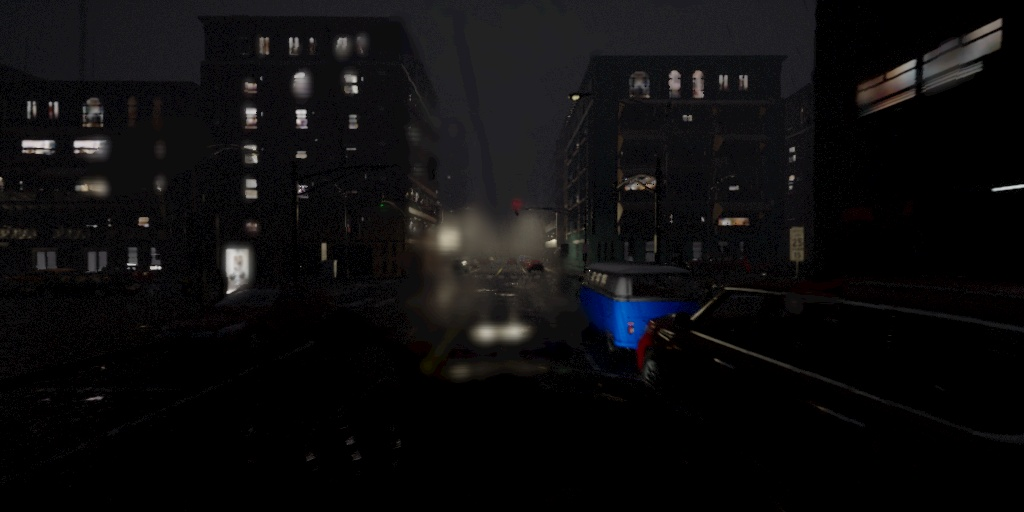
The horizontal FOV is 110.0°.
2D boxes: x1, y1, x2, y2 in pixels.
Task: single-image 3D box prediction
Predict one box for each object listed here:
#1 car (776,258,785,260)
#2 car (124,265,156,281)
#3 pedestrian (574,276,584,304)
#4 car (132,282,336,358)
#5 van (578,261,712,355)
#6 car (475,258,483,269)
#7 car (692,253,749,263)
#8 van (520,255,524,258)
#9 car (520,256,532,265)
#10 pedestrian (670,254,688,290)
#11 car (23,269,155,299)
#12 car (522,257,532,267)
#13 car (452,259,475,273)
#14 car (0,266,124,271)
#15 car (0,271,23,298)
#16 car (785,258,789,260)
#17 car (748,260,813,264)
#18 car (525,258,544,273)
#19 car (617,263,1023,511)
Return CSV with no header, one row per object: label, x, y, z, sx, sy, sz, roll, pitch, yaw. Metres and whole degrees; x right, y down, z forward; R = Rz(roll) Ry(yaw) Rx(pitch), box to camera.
car,21.349,0.817,27.941,4.507,1.381,1.888,0,0,0
car,-30.255,1.457,27.715,4.097,1.591,1.967,0,0,0
pedestrian,2.748,0.989,14.107,0.375,1.860,0.375,0,1,0
car,-5.691,1.302,8.356,1.802,1.307,4.207,0,0,0
van,2.691,1.061,8.353,1.690,1.789,3.998,0,0,0
car,-5.681,1.103,51.808,1.948,1.339,4.313,0,0,0
car,15.778,0.667,27.903,5.009,1.841,2.192,0,0,0
van,2.703,0.836,62.840,1.690,1.789,3.998,0,0,0
car,2.702,1.062,57.317,1.888,1.381,4.507,0,0,0
pedestrian,6.045,0.841,12.898,0.375,1.860,0.375,0,1,0
car,-22.390,1.558,19.130,4.403,1.370,2.007,0,0,0
car,2.699,1.125,46.270,1.948,1.339,4.313,0,0,0
car,-5.683,1.146,40.761,1.948,1.339,4.313,0,0,0
car,-27.305,1.524,21.809,5.008,1.535,1.882,-1,1,0
car,-27.959,1.639,19.091,4.403,1.370,2.007,0,0,0
car,22.665,0.789,25.351,4.892,1.490,1.837,-1,1,0
car,15.797,1.020,19.523,4.313,1.339,1.948,0,0,0
car,2.698,1.163,40.747,1.802,1.307,4.207,0,0,0
car,2.689,1.060,2.825,2.192,1.841,5.009,0,0,0
